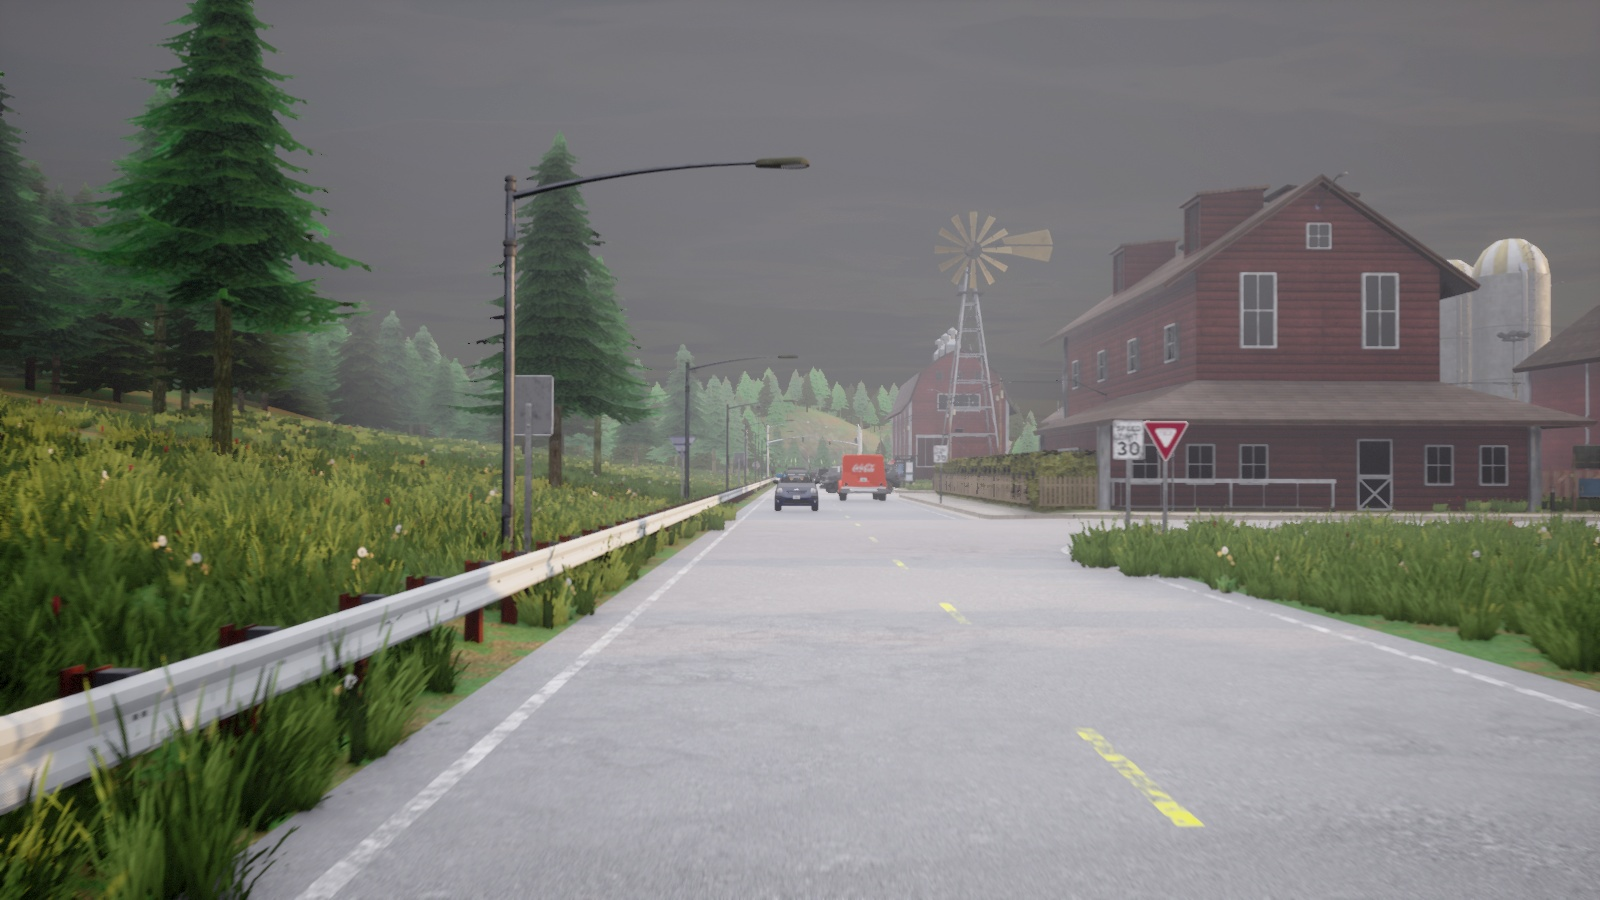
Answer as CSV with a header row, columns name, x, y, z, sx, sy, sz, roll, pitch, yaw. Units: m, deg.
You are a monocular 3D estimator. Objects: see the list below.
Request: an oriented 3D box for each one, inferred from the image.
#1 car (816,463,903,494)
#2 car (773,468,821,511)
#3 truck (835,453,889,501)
name,x,y,z,sx,sy,sz,roll,pitch,yaw
car,4.070,1.954,85.834,5.566,2.045,2.150,0,-1,-20
car,-0.122,1.550,49.970,1.851,1.617,3.988,0,-1,0
truck,3.332,1.460,68.399,2.627,2.467,5.204,0,-1,0
